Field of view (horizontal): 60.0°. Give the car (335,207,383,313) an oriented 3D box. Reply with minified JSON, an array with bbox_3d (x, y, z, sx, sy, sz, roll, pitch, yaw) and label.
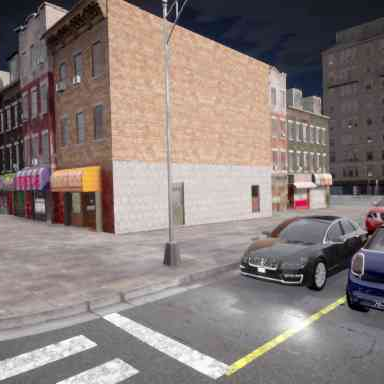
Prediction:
[{"bbox_3d":[4.867,1.278,6.616,4.553,1.767,2.097,-1,1,-45],"label":"car"}]

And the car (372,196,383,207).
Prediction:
[{"bbox_3d":[10.297,1.018,16.057,2.150,2.045,5.566,0,1,45],"label":"car"}]

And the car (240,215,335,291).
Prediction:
[{"bbox_3d":[3.238,1.430,9.015,1.837,1.490,4.892,0,1,45],"label":"car"}]
